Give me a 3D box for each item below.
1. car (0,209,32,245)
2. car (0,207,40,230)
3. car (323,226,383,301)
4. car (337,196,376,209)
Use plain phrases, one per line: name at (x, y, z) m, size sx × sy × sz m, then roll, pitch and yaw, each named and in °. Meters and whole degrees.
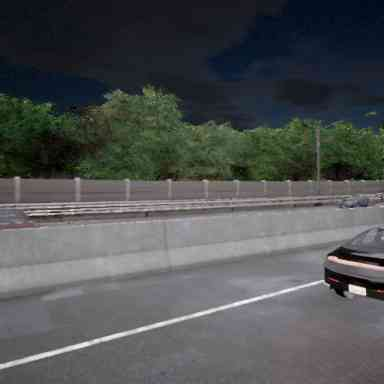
car at (-9.928, 1.540, 14.101) m, size 5.357 × 1.411 × 2.033 m, roll 0°, pitch 0°, yaw -35°
car at (-7.660, 1.346, 11.409) m, size 4.553 × 1.767 × 2.097 m, roll 0°, pitch 0°, yaw -35°
car at (4.841, 1.473, 7.144) m, size 4.902 × 1.511 × 2.128 m, roll 0°, pitch 0°, yaw -35°
car at (18.940, 1.206, 38.221) m, size 5.357 × 1.411 × 2.033 m, roll -1°, pitch 1°, yaw -34°
